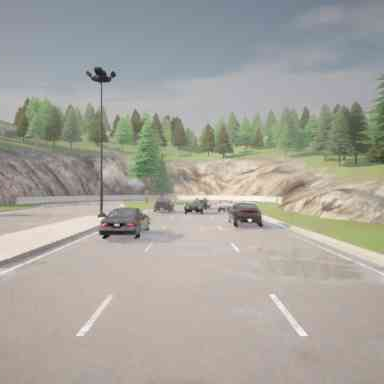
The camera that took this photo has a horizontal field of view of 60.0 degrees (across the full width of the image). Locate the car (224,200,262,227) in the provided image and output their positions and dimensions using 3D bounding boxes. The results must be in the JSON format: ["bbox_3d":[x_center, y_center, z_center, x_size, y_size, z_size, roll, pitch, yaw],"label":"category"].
[{"bbox_3d":[3.600,1.504,23.089,1.837,1.490,4.892,0,0,0],"label":"car"}]

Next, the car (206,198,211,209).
[{"bbox_3d":[1.322,1.491,44.224,2.128,1.511,4.902,0,0,12],"label":"car"}]

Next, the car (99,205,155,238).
[{"bbox_3d":[-3.400,1.547,17.530,2.033,1.411,5.357,0,0,0],"label":"car"}]

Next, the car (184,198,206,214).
[{"bbox_3d":[0.248,1.601,35.013,1.895,1.301,4.718,0,0,2],"label":"car"}]

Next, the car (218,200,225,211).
[{"bbox_3d":[4.004,1.601,39.566,1.895,1.301,4.718,0,0,4],"label":"car"}]

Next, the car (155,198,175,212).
[{"bbox_3d":[-3.110,1.505,37.965,1.837,1.490,4.892,0,0,3],"label":"car"}]
